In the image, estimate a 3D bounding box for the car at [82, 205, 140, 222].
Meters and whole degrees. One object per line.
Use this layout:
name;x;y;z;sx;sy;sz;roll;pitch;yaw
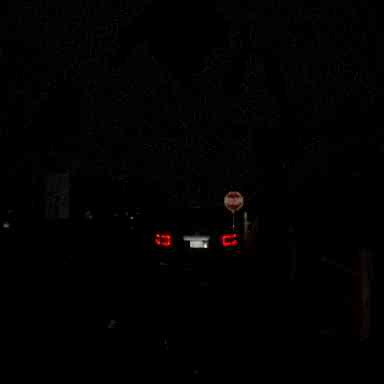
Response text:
car;-6.592;1.683;26.715;4.718;1.301;1.895;1;-1;29

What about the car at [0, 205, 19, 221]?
car;-15.599;1.370;24.863;5.008;1.535;1.882;1;-1;0

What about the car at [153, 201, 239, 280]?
car;0.105;1.290;10.325;2.150;2.045;5.566;0;0;0
